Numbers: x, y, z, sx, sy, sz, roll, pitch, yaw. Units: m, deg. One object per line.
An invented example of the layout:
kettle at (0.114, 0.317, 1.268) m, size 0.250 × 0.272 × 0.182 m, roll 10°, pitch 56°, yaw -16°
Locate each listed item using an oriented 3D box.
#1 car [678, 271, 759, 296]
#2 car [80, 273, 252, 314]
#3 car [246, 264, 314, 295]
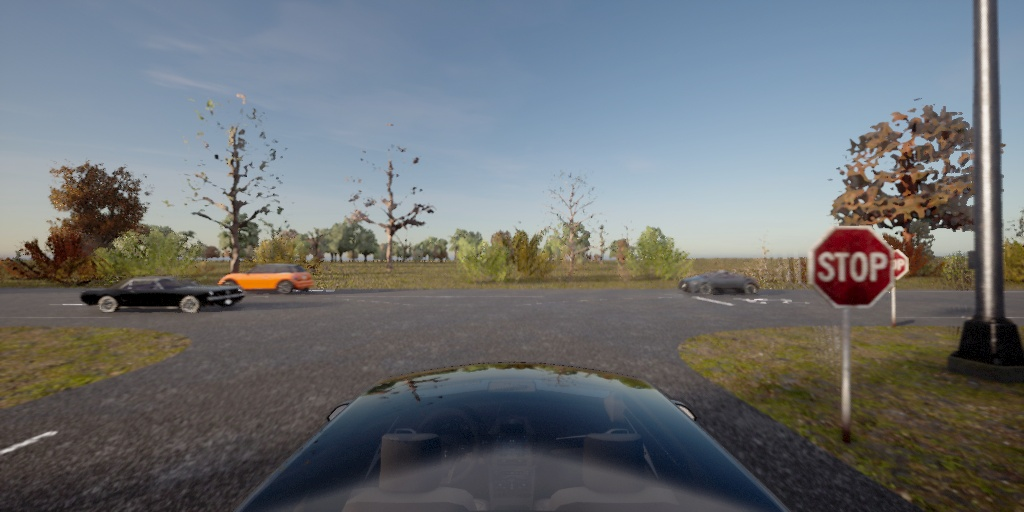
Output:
car at (12.256, 1.591, 21.421) m, size 4.181 × 1.385 × 1.994 m, roll 0°, pitch -1°, yaw -2°
car at (-13.186, 1.446, 13.801) m, size 4.718 × 1.301 × 1.895 m, roll 0°, pitch -1°, yaw -2°
car at (-14.159, 1.258, 20.775) m, size 4.553 × 1.767 × 2.097 m, roll 0°, pitch -1°, yaw -2°
